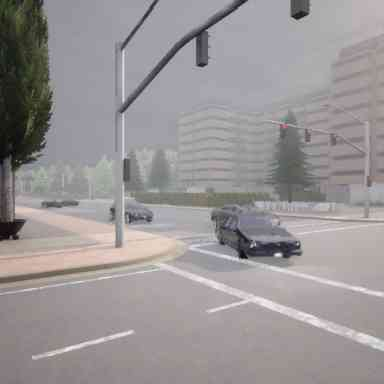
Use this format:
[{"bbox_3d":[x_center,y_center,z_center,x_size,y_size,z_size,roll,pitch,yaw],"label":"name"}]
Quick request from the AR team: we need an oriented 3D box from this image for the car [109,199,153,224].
[{"bbox_3d":[-4.689,1.504,25.091,1.837,1.490,4.892,0,0,-36],"label":"car"}]

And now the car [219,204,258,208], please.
[{"bbox_3d":[3.134,1.491,20.289,2.128,1.511,4.902,0,0,-36],"label":"car"}]

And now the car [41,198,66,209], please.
[{"bbox_3d":[-18.963,1.601,44.927,1.895,1.301,4.718,0,0,-35],"label":"car"}]

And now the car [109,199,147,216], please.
[{"bbox_3d":[-6.564,1.478,33.669,1.882,1.535,5.008,0,0,-36],"label":"car"}]

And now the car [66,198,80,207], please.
[{"bbox_3d":[-18.579,1.601,50.432,1.895,1.301,4.718,0,0,-35],"label":"car"}]

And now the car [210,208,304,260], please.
[{"bbox_3d":[2.261,1.547,12.807,2.033,1.411,5.357,0,0,-9],"label":"car"}]
